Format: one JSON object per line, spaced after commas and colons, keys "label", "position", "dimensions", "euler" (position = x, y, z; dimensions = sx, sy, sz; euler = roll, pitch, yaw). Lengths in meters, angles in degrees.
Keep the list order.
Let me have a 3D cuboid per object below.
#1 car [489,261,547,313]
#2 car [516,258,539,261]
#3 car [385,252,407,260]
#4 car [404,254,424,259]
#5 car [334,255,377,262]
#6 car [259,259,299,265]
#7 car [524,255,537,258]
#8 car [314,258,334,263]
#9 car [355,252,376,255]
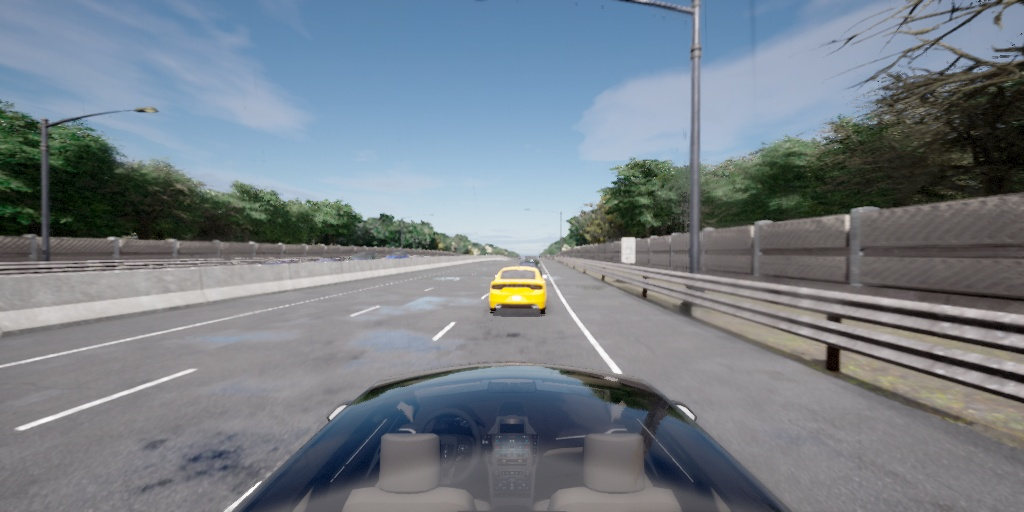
{"label": "car", "position": [0.299, 1.132, 13.506], "dimensions": [1.882, 1.535, 5.008], "euler": [0, 0, 4]}
{"label": "car", "position": [1.196, 1.089, 27.101], "dimensions": [1.994, 1.385, 4.181], "euler": [0, 0, 4]}
{"label": "car", "position": [-17.947, 0.428, 56.138], "dimensions": [2.150, 2.045, 5.566], "euler": [0, 0, 4]}
{"label": "car", "position": [-14.514, 0.747, 55.209], "dimensions": [1.812, 1.442, 4.674], "euler": [0, 0, 4]}
{"label": "car", "position": [-15.757, 0.887, 37.130], "dimensions": [2.128, 1.511, 4.902], "euler": [0, 0, 4]}
{"label": "car", "position": [-22.865, 0.994, 35.785], "dimensions": [1.895, 1.301, 4.718], "euler": [0, 1, 4]}
{"label": "car", "position": [2.628, 0.670, 48.785], "dimensions": [2.097, 1.767, 4.553], "euler": [0, 1, 4]}
{"label": "car", "position": [-19.241, 0.932, 37.457], "dimensions": [2.033, 1.411, 5.357], "euler": [0, 1, 4]}
{"label": "car", "position": [-21.728, 0.454, 52.470], "dimensions": [2.150, 2.045, 5.566], "euler": [0, 1, 4]}
